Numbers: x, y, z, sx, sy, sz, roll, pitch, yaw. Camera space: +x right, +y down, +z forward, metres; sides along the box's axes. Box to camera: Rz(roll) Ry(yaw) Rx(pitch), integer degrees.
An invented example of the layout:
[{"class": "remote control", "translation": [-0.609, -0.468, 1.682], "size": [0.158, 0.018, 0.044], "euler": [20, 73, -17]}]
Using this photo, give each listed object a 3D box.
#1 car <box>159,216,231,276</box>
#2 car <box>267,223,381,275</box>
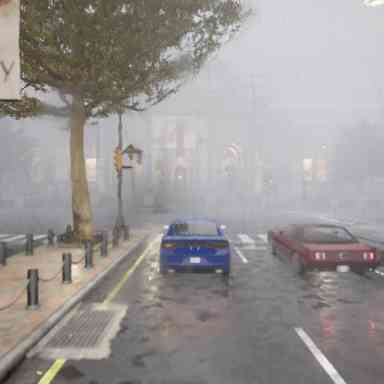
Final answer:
[{"class": "car", "translation": [0.086, 1.495, 10.478], "size": [1.882, 1.535, 5.008], "euler": [0, 0, 0]}, {"class": "car", "translation": [3.737, 1.618, 10.458], "size": [1.895, 1.301, 4.718], "euler": [0, 0, 0]}]
